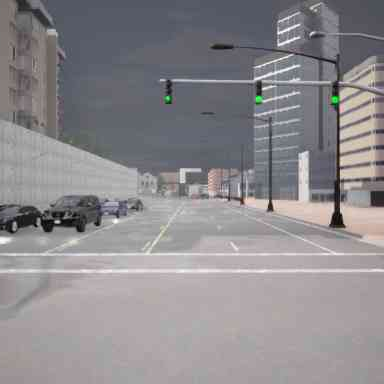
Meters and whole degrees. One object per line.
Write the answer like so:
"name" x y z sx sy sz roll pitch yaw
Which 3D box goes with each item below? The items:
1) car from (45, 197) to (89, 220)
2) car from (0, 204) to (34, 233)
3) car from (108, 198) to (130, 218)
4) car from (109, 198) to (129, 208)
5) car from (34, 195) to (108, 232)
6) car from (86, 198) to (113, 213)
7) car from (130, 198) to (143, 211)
"car" -10.626 1.352 28.754 2.097 1.767 4.553 0 0 0
"car" -10.618 1.505 19.686 1.837 1.490 4.892 0 0 0
"car" -7.126 1.526 29.960 1.812 1.442 4.674 0 0 0
"car" -10.600 1.601 48.632 1.895 1.301 4.718 0 0 0
"car" -7.115 1.221 20.320 2.150 2.045 5.566 0 0 0
"car" -10.629 1.505 38.572 1.837 1.490 4.892 0 0 0
"car" -7.127 1.491 40.303 2.128 1.511 4.902 0 0 0
